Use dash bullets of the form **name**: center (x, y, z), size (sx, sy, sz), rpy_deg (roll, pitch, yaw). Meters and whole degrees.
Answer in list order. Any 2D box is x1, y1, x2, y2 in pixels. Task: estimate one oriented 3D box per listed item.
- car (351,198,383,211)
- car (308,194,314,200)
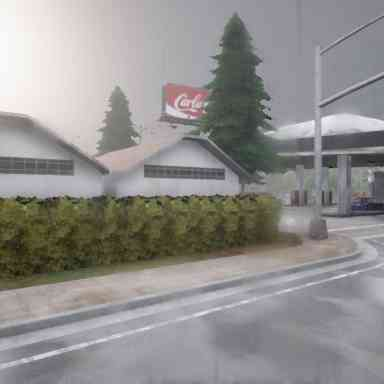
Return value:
- **car**: center (20.761, 1.480, 39.315), size (4.611, 1.667, 2.242), rpy_deg (0, 0, -36)
- **car**: center (31.778, 1.330, 88.820), size (2.152, 1.636, 5.027), rpy_deg (0, 0, -36)
